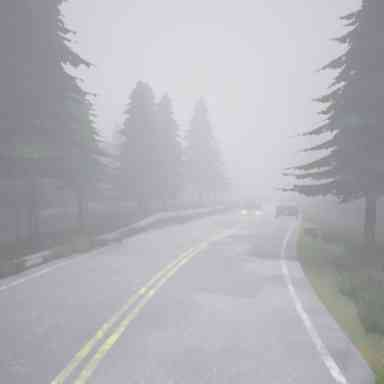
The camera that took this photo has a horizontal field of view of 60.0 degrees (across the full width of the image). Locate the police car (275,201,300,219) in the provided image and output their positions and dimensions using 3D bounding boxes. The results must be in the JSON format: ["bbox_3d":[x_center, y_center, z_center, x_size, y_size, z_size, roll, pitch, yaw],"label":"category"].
[{"bbox_3d":[8.604,1.473,29.952,1.930,1.638,5.238,2,1,18],"label":"police car"}]

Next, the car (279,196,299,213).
[{"bbox_3d":[11.477,1.394,39.507,2.097,1.767,4.553,2,1,16],"label":"car"}]

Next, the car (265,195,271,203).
[{"bbox_3d":[14.091,1.336,66.382,1.837,1.490,4.892,-1,1,-15],"label":"car"}]

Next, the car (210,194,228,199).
[{"bbox_3d":[6.425,1.221,80.770,2.128,1.511,4.902,-4,2,-44],"label":"car"}]

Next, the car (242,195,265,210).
[{"bbox_3d":[7.353,1.270,40.745,2.097,1.767,4.553,2,0,16],"label":"car"}]
